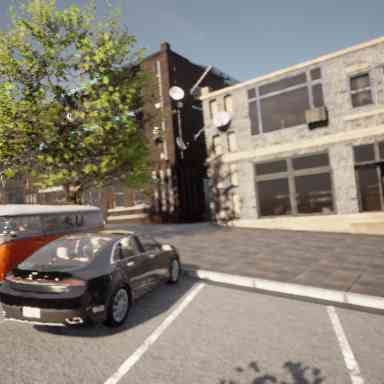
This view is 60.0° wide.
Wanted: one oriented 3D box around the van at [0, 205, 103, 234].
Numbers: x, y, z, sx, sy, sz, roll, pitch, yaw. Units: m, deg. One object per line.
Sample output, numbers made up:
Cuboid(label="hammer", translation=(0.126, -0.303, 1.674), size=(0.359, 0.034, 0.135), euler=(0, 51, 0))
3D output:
Cuboid(label="van", translation=(-4.181, 1.365, 8.911), size=(1.878, 1.987, 4.442), euler=(0, -1, 16))

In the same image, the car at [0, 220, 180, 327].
Cuboid(label="car", translation=(-1.707, 1.556, 7.246), size=(2.231, 1.521, 4.892), euler=(-1, -1, 16))
